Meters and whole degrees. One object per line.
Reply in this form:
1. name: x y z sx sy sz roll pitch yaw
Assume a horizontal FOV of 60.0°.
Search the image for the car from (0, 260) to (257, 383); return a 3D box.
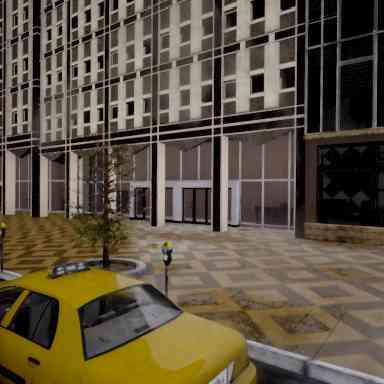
1. car: -1.654 1.524 4.076 4.829 1.417 1.752 0 1 36
